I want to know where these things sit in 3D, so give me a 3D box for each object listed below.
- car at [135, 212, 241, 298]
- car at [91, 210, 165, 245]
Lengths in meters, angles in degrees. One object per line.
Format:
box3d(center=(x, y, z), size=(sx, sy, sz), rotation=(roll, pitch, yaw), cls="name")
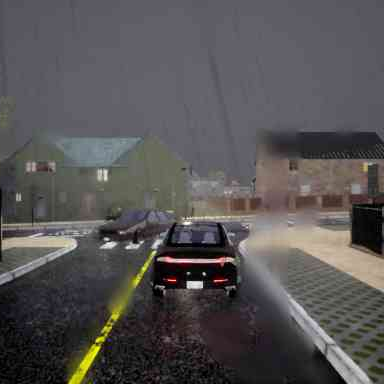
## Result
box3d(center=(0.134, 1.493, 8.537), size=(2.128, 1.511, 4.902), rotation=(0, 0, 2), cls="car")
box3d(center=(-2.333, 1.565, 16.073), size=(2.033, 1.411, 5.357), rotation=(-1, -1, 27), cls="car")
